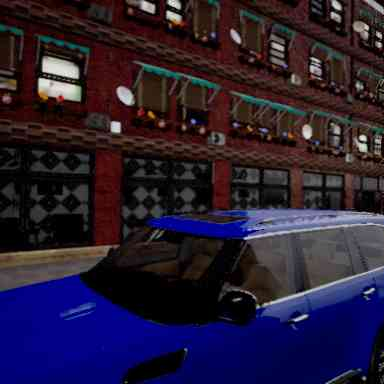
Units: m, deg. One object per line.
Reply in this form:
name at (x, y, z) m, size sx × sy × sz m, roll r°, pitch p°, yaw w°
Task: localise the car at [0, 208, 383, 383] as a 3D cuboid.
car at (0.343, 1.239, 3.608) m, size 5.566 × 2.045 × 2.150 m, roll 1°, pitch 0°, yaw -35°
